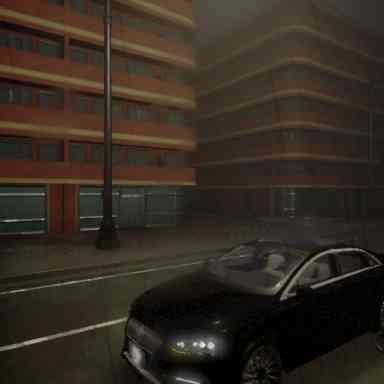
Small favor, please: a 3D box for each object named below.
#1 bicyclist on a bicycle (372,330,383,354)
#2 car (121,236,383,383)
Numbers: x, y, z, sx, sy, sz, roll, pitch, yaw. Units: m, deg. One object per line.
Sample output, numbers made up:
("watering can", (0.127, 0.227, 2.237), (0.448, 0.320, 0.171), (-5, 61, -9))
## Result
("bicyclist on a bicycle", (3.431, 1.945, 4.368), (1.656, 0.582, 1.620), (-15, 13, -40))
("car", (1.387, 1.492, 5.020), (4.902, 1.511, 2.128), (0, 0, -36))
